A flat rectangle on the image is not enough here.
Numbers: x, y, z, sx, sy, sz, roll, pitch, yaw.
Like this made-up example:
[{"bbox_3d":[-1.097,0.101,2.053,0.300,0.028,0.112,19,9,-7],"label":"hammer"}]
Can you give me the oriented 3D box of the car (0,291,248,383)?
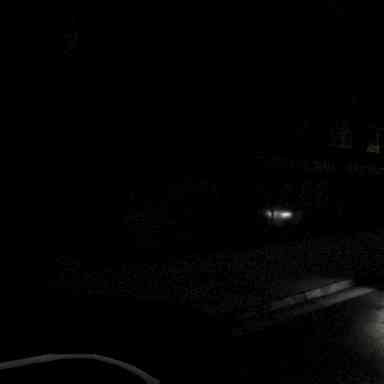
[{"bbox_3d":[-1.825,1.493,1.770,4.902,1.511,2.128,0,0,-35],"label":"car"}]
